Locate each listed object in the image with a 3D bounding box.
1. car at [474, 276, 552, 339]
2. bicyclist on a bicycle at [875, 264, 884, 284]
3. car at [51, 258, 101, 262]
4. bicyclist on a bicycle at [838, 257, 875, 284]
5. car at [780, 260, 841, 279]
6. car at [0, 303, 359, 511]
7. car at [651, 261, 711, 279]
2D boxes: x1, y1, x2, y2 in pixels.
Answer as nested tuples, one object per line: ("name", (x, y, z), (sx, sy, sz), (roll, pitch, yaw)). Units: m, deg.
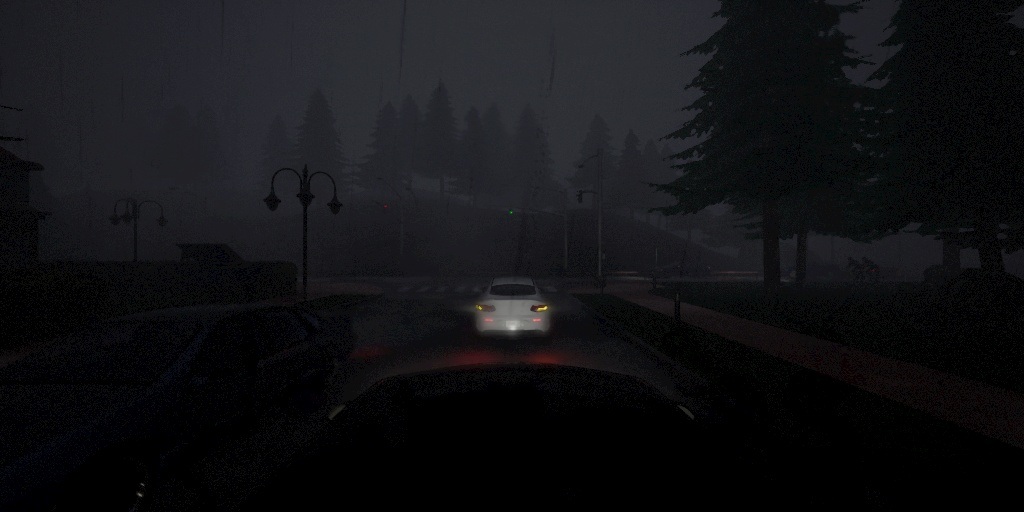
("car", (0.023, 1.276, 9.937), (1.812, 1.442, 4.674), (0, 0, 0))
("bicyclist on a bicycle", (21.781, 0.893, 21.954), (0.582, 1.620, 1.656), (0, 0, -14))
("car", (-30.764, 0.940, 25.866), (4.553, 1.767, 2.097), (0, 0, 0))
("bicyclist on a bicycle", (21.134, 0.891, 22.213), (0.582, 1.620, 1.656), (0, 0, -16))
("car", (24.386, 1.065, 29.900), (5.008, 1.535, 1.882), (0, 0, 0))
("car", (-3.618, 1.297, 4.061), (2.033, 1.411, 5.357), (0, 0, -1))
("car", (14.065, 1.113, 29.864), (4.674, 1.442, 1.812), (0, 0, -1))
